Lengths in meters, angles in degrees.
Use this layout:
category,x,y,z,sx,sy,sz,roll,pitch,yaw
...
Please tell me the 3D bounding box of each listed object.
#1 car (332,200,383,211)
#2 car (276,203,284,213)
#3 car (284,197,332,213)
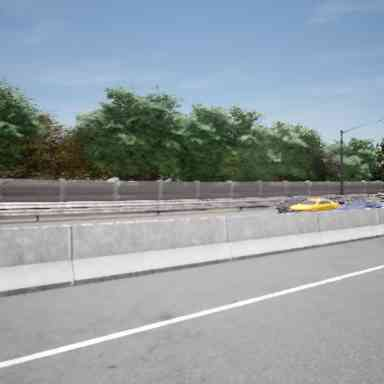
category,x,y,z,sx,sy,sz,roll,pitch,yaw
car,13.345,1.368,26.019,4.674,1.442,1.812,-1,1,-34
car,10.316,1.300,32.405,4.892,1.490,1.837,-1,1,-34
car,10.440,1.323,28.262,5.008,1.535,1.882,-1,1,-34
